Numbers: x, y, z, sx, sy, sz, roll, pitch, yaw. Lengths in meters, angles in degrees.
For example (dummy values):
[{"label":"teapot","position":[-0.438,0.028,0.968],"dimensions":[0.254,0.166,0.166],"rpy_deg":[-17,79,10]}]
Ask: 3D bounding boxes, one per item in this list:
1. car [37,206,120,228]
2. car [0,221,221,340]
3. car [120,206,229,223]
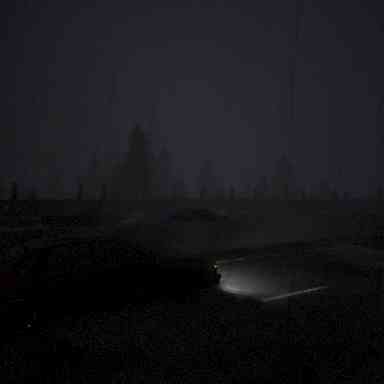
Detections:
[{"label":"car","position":[-6.773,1.547,20.200],"dimensions":[4.718,1.301,1.895],"rpy_deg":[0,0,-31]},{"label":"car","position":[-2.010,1.527,6.483],"dimensions":[5.357,1.411,2.033],"rpy_deg":[0,0,-33]},{"label":"car","position":[-0.537,1.450,15.742],"dimensions":[5.008,1.535,1.882],"rpy_deg":[0,0,-30]}]
